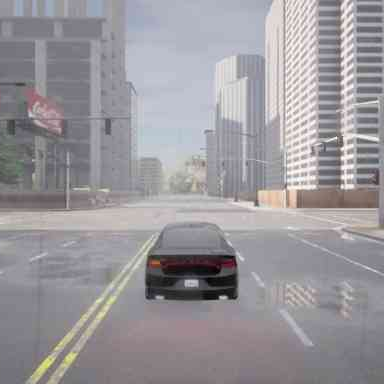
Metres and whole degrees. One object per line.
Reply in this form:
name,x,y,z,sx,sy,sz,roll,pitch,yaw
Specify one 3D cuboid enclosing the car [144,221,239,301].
car,-0.003,1.478,8.420,1.882,1.535,5.008,0,0,0
